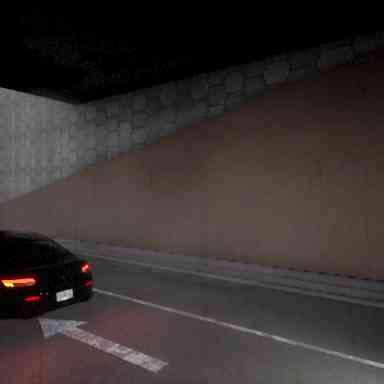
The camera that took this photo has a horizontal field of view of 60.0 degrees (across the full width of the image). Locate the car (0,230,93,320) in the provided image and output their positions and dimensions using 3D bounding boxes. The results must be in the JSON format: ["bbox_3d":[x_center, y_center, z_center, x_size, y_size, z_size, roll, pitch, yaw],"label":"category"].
[{"bbox_3d":[-3.955,1.526,6.793,4.674,1.442,1.812,0,0,36],"label":"car"}]
